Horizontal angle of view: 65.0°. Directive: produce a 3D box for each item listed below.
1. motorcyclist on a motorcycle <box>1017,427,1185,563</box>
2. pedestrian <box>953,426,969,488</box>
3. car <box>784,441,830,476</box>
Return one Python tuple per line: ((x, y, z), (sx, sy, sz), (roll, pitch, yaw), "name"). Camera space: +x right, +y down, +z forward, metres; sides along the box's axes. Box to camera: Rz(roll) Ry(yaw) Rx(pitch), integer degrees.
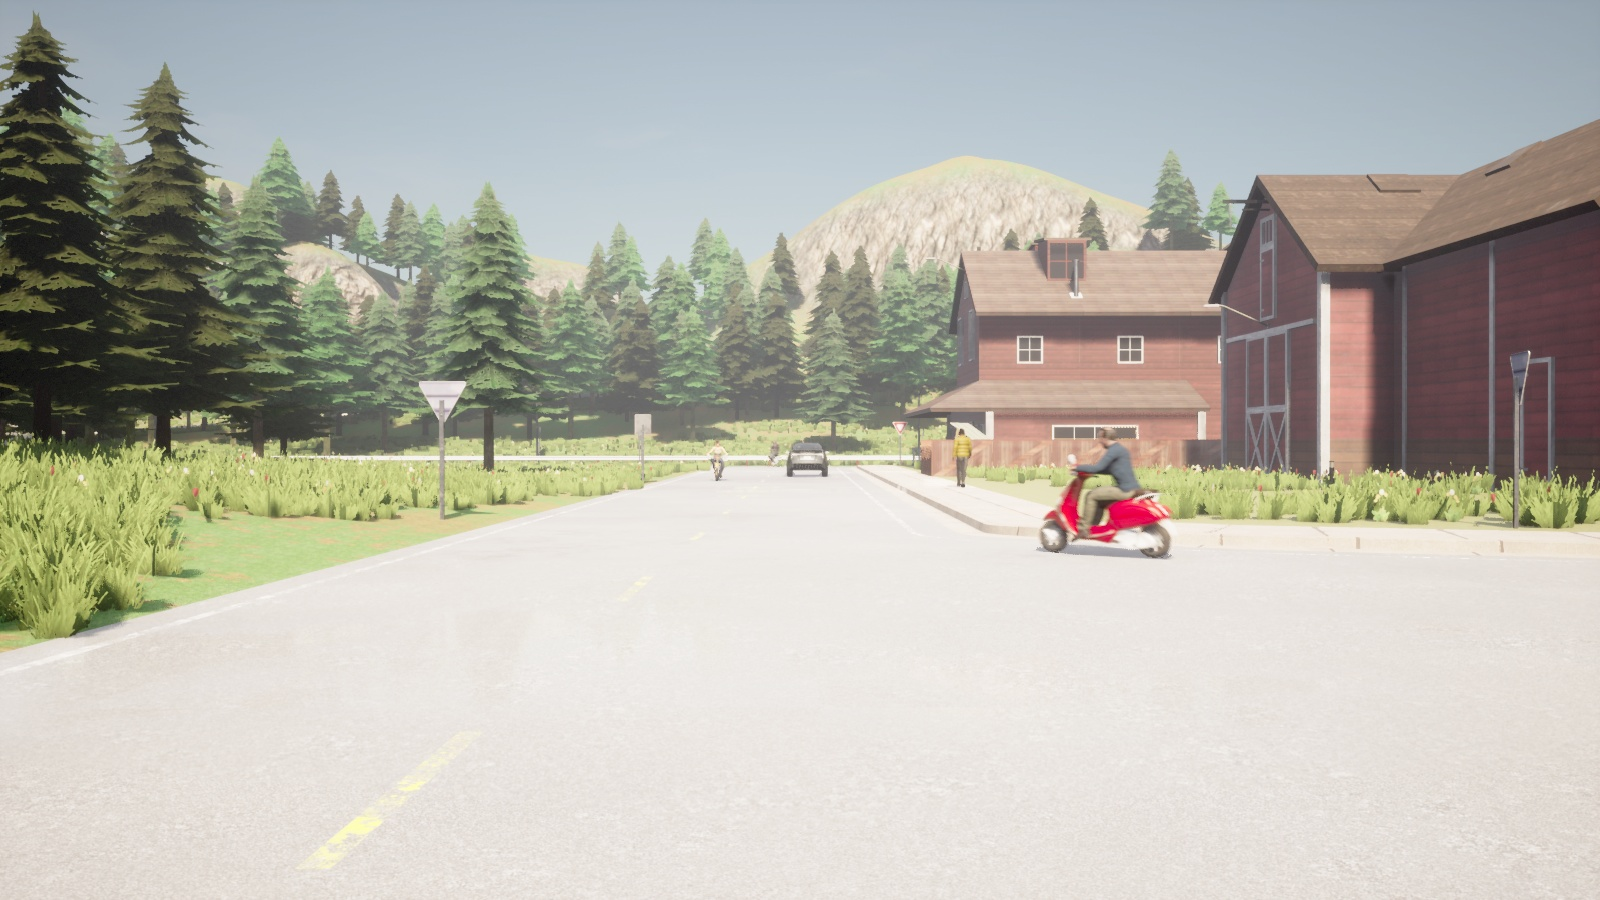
((3.715, 0.526, 15.555), (1.817, 1.590, 0.866), (0, -1, 37), "motorcyclist on a motorcycle")
((4.821, 0.193, 37.639), (0.431, 1.840, 0.709), (0, 0, 3), "pedestrian")
((0.331, 0.371, 57.065), (2.007, 1.525, 4.514), (0, 0, 0), "car")
